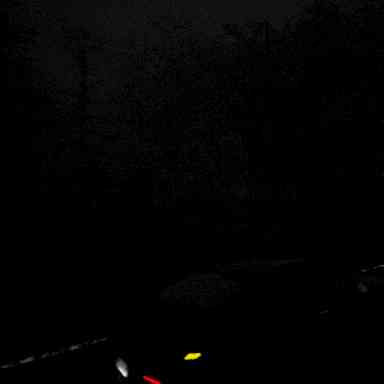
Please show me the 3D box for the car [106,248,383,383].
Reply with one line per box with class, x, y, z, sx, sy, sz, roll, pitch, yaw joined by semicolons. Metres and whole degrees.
car;1.190;1.527;4.592;4.674;1.442;1.812;0;0;-35
